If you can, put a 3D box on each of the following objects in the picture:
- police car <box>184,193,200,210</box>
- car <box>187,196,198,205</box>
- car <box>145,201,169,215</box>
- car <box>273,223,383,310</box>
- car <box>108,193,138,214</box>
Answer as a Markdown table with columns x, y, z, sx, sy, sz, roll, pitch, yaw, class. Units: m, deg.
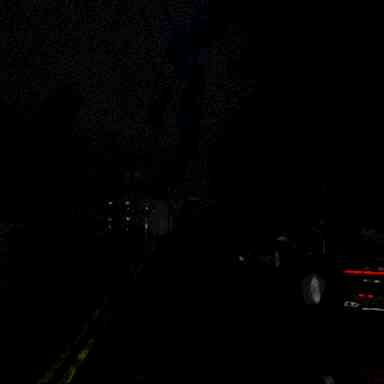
| x | y | z | sx | sy | sz | roll | pitch | yaw | class |
| --- | --- | --- | --- | --- | --- | --- | --- | --- | --- |
| 0.005 | 1.271 | 41.276 | 1.930 | 1.638 | 5.238 | 0 | 0 | 0 | police car |
| 0.109 | 1.364 | 56.318 | 1.812 | 1.442 | 4.674 | 0 | 0 | 0 | car |
| -3.246 | 1.500 | 31.477 | 1.895 | 1.301 | 4.718 | 0 | 0 | 0 | car |
| 3.251 | 1.475 | 7.742 | 1.837 | 1.490 | 4.892 | 0 | 0 | 0 | car |
| -6.496 | 1.028 | 31.541 | 2.097 | 1.767 | 4.553 | 0 | 0 | 0 | car |
